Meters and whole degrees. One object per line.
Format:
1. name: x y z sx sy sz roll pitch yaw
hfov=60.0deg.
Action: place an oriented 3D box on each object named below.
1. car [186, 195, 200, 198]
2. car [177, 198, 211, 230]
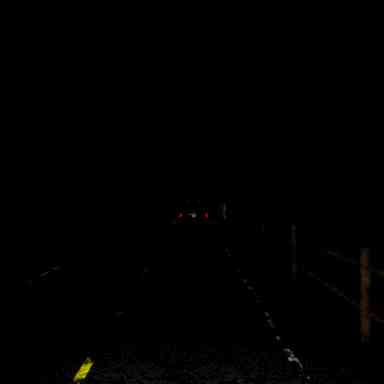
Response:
1. car: 0.098 1.436 40.668 2.150 2.045 5.566 0 0 0
2. car: 0.101 1.472 22.101 2.097 1.767 4.553 0 0 0
